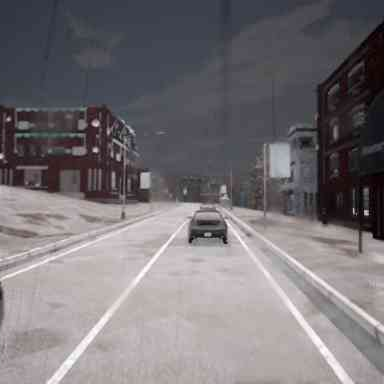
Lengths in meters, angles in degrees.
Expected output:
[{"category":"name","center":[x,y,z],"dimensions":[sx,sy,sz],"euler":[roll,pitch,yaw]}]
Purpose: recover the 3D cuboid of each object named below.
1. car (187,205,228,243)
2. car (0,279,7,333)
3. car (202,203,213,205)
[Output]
[{"category":"car","center":[0.806,1.654,17.044],"dimensions":[1.837,1.490,4.892],"euler":[0,-1,2]},{"category":"car","center":[-3.493,1.478,2.581],"dimensions":[2.128,1.511,4.902],"euler":[0,0,1]},{"category":"car","center":[1.644,1.957,35.743],"dimensions":[1.812,1.442,4.674],"euler":[0,-1,3]}]
